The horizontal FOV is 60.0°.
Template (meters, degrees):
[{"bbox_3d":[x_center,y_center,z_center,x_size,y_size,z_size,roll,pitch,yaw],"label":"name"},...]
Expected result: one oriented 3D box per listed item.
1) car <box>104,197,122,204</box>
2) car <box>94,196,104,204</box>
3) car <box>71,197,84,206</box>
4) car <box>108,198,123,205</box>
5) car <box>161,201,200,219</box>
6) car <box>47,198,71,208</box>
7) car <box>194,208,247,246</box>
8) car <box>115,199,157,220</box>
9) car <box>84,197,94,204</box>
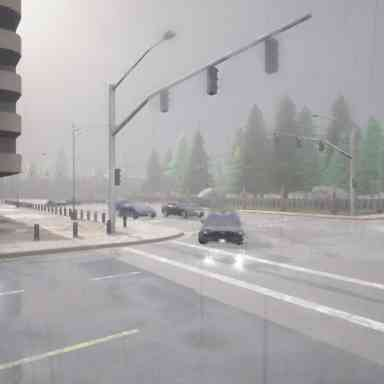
[{"bbox_3d":[-13.237,1.581,58.568,1.812,1.442,4.674,0,0,-36],"label":"car"},{"bbox_3d":[-18.741,1.547,66.014,2.128,1.511,4.902,0,0,-36],"label":"car"},{"bbox_3d":[-20.459,1.656,56.374,1.895,1.301,4.718,0,0,-36],"label":"car"},{"bbox_3d":[-8.027,1.656,39.352,1.895,1.301,4.718,0,0,-36],"label":"car"},{"bbox_3d":[-0.904,1.547,29.690,2.128,1.511,4.902,0,0,-36],"label":"car"},{"bbox_3d":[-20.632,1.603,50.638,2.033,1.411,5.357,0,0,-36],"label":"car"},{"bbox_3d":[1.500,1.548,15.754,2.033,1.411,5.357,0,0,6],"label":"car"},{"bbox_3d":[-4.894,1.581,29.238,1.812,1.442,4.674,0,0,-37],"label":"car"},{"bbox_3d":[-20.812,1.656,62.924,1.895,1.301,4.718,0,0,-36],"label":"car"}]
